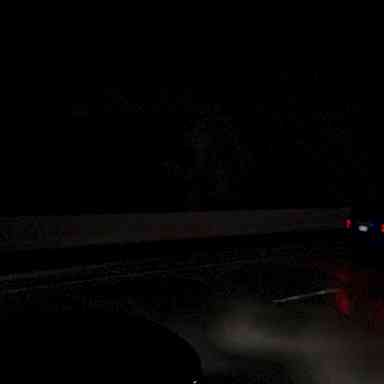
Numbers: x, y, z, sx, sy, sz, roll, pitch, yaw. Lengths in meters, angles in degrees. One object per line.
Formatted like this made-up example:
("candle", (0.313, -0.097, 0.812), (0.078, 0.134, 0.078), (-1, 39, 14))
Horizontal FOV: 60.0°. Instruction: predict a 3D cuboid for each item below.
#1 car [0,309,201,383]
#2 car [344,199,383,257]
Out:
("car", (-2.172, 1.467, 1.943), (5.008, 1.535, 1.882), (0, 0, -36))
("car", (7.885, 1.247, 11.361), (5.566, 2.045, 2.150), (0, 0, -20))
